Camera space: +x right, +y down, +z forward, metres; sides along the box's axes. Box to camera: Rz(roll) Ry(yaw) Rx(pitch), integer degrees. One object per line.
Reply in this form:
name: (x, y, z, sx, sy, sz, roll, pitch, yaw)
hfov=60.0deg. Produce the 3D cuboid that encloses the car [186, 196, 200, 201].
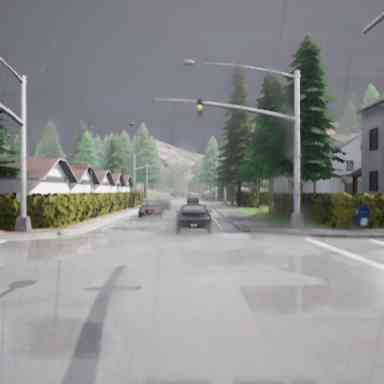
car: (0.173, 1.347, 51.963, 1.837, 1.490, 4.892, 0, -1, 2)

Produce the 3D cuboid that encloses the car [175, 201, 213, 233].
car: (0.092, 1.428, 18.869, 1.837, 1.490, 4.892, 0, -1, 0)

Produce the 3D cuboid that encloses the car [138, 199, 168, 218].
car: (-3.494, 1.477, 29.357, 1.994, 1.385, 4.181, 0, 0, 0)

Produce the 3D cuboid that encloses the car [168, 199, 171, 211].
car: (-3.493, 1.484, 39.352, 1.895, 1.301, 4.718, 0, 0, 0)
